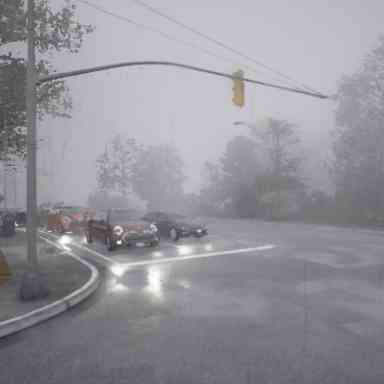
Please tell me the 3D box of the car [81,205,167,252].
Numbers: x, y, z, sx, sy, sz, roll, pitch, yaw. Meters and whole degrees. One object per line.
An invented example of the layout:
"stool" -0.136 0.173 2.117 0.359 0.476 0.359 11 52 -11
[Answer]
"car" -3.266 1.560 15.212 2.097 1.767 4.553 0 -1 -33

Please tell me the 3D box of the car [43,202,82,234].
"car" -8.293 1.772 22.601 2.097 1.767 4.553 0 -1 -36

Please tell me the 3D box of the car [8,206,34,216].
"car" -27.164 3.005 52.823 4.892 1.490 1.837 -2 -1 39

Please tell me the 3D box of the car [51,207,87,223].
"car" -12.482 2.259 33.567 1.837 1.490 4.892 0 -2 -41

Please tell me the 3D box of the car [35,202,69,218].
"car" -19.504 2.409 46.199 5.566 2.045 2.150 -2 -2 43

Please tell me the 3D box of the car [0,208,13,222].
"car" -21.177 2.538 37.911 2.128 1.511 4.902 0 -2 -44

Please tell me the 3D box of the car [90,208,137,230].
"car" -6.145 2.008 25.587 1.994 1.385 4.181 0 -2 -37

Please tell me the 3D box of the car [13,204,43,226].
"car" -14.372 2.072 30.358 2.097 1.767 4.553 0 -2 -40

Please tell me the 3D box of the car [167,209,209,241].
"car" -1.079 1.732 18.271 1.837 1.490 4.892 0 -1 -37

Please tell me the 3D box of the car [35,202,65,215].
"car" -23.229 2.656 54.167 5.566 2.045 2.150 -2 -1 40

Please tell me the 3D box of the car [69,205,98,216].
"car" -15.430 2.593 47.114 5.008 1.535 1.882 -2 -2 44
